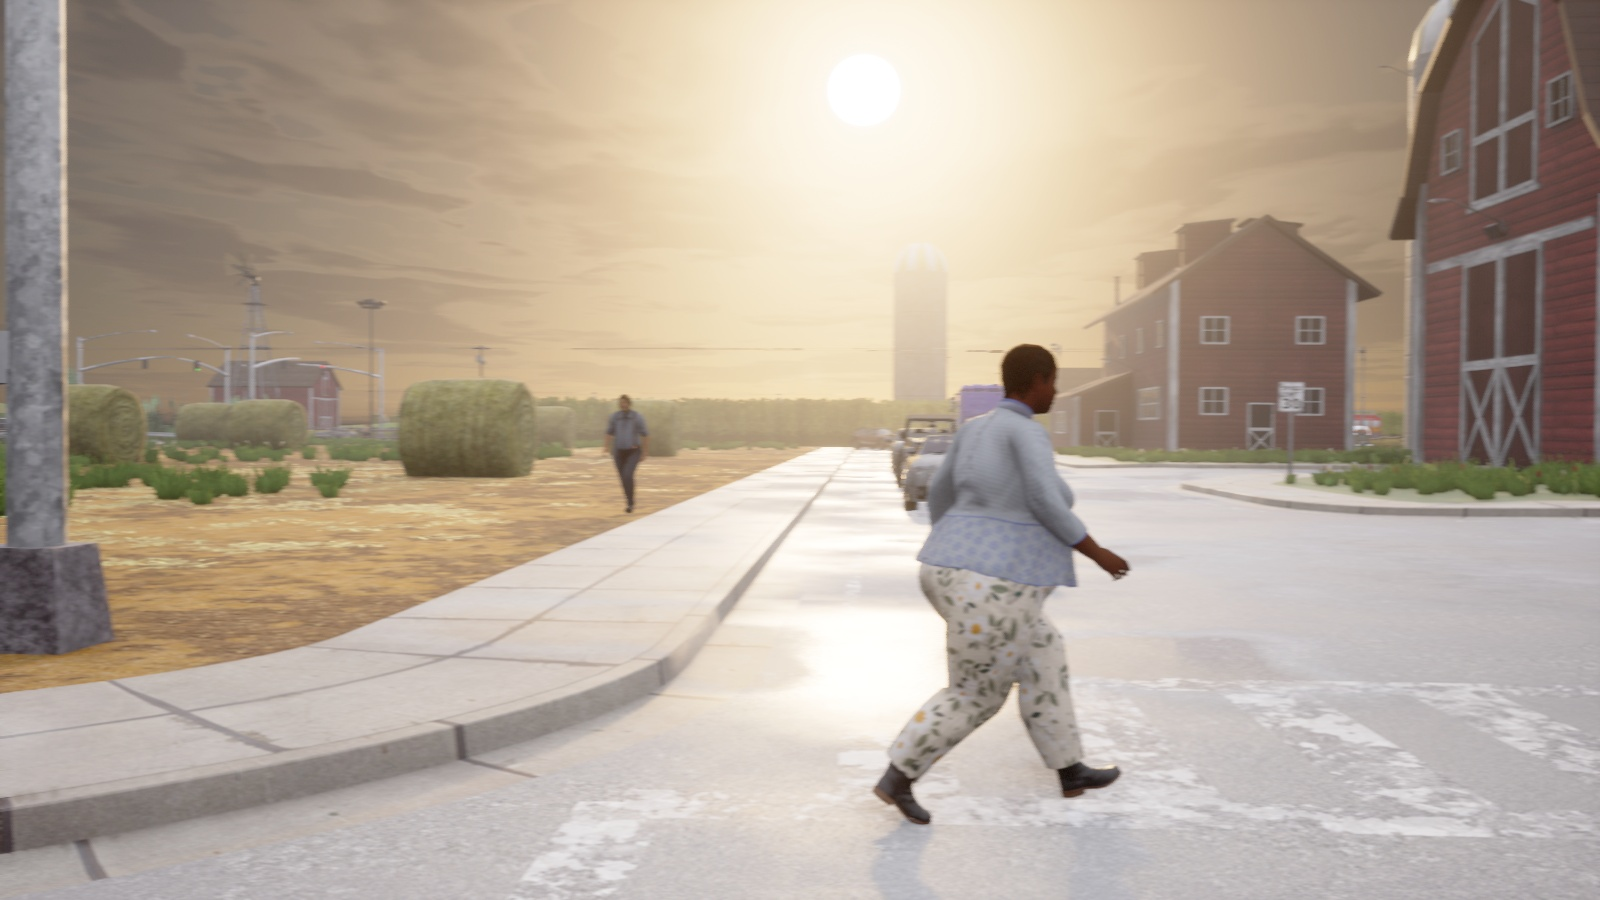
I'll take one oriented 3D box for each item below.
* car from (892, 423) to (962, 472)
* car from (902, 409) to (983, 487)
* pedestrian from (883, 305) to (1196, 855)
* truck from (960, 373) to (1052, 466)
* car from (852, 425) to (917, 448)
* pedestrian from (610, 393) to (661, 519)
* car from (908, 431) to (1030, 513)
[{"bbox_3d":[4.215,-0.114,42.311,2.128,1.511,4.902,-1,1,3],"label":"car"},{"bbox_3d":[3.628,-0.082,32.589,1.905,1.878,3.866,-1,1,4],"label":"car"},{"bbox_3d":[0.861,0.429,4.737,0.900,1.855,0.874,-1,1,-10],"label":"pedestrian"},{"bbox_3d":[8.247,-1.222,51.089,2.891,3.462,7.936,-1,1,4],"label":"truck"},{"bbox_3d":[6.014,-0.947,90.100,2.033,1.649,4.856,0,0,-36],"label":"car"},{"bbox_3d":[-2.441,0.083,18.679,0.540,1.848,0.694,0,1,9],"label":"pedestrian"},{"bbox_3d":[3.091,0.343,23.747,1.994,1.385,4.181,-1,1,4],"label":"car"}]
